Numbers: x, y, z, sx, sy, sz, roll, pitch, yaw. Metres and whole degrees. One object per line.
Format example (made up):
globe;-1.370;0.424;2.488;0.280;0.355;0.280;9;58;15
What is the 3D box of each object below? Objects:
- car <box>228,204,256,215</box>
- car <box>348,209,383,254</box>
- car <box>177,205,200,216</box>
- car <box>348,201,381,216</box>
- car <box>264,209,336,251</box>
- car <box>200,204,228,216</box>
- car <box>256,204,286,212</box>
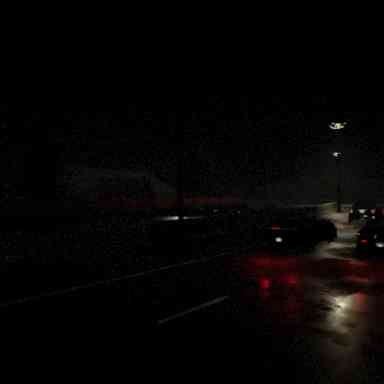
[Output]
car;6.703;2.249;41.776;1.994;1.385;4.181;-2;-1;32
car;7.889;1.609;13.122;1.812;1.442;4.674;-2;-1;40
car;-0.236;2.458;43.855;1.994;1.385;4.181;-2;-1;32
car;14.547;1.567;27.822;2.097;1.767;4.553;-2;-1;35
car;5.022;1.685;15.138;2.128;1.511;4.902;-2;-1;40
car;3.414;2.268;43.094;1.882;1.535;5.008;-2;-1;32
car;9.930;2.124;40.262;2.033;1.411;5.357;-2;-1;31
